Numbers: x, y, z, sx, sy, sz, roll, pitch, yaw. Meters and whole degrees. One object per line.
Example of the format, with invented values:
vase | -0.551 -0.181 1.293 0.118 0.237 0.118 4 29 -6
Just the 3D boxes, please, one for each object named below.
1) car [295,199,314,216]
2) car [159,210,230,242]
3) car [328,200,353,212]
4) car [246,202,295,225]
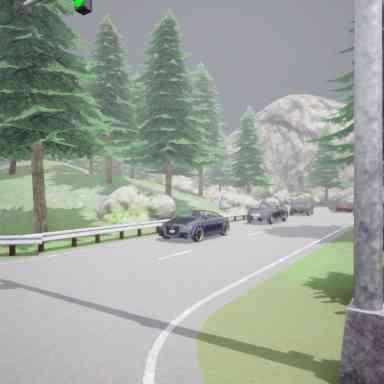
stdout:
car | 11.127 1.530 33.533 1.837 1.490 4.892 0 0 26
car | 0.209 1.581 16.584 1.994 1.385 4.181 0 0 33
car | 17.592 1.646 39.463 1.994 1.385 4.181 1 0 9
car | 5.702 1.513 24.875 2.128 1.511 4.902 0 0 34
